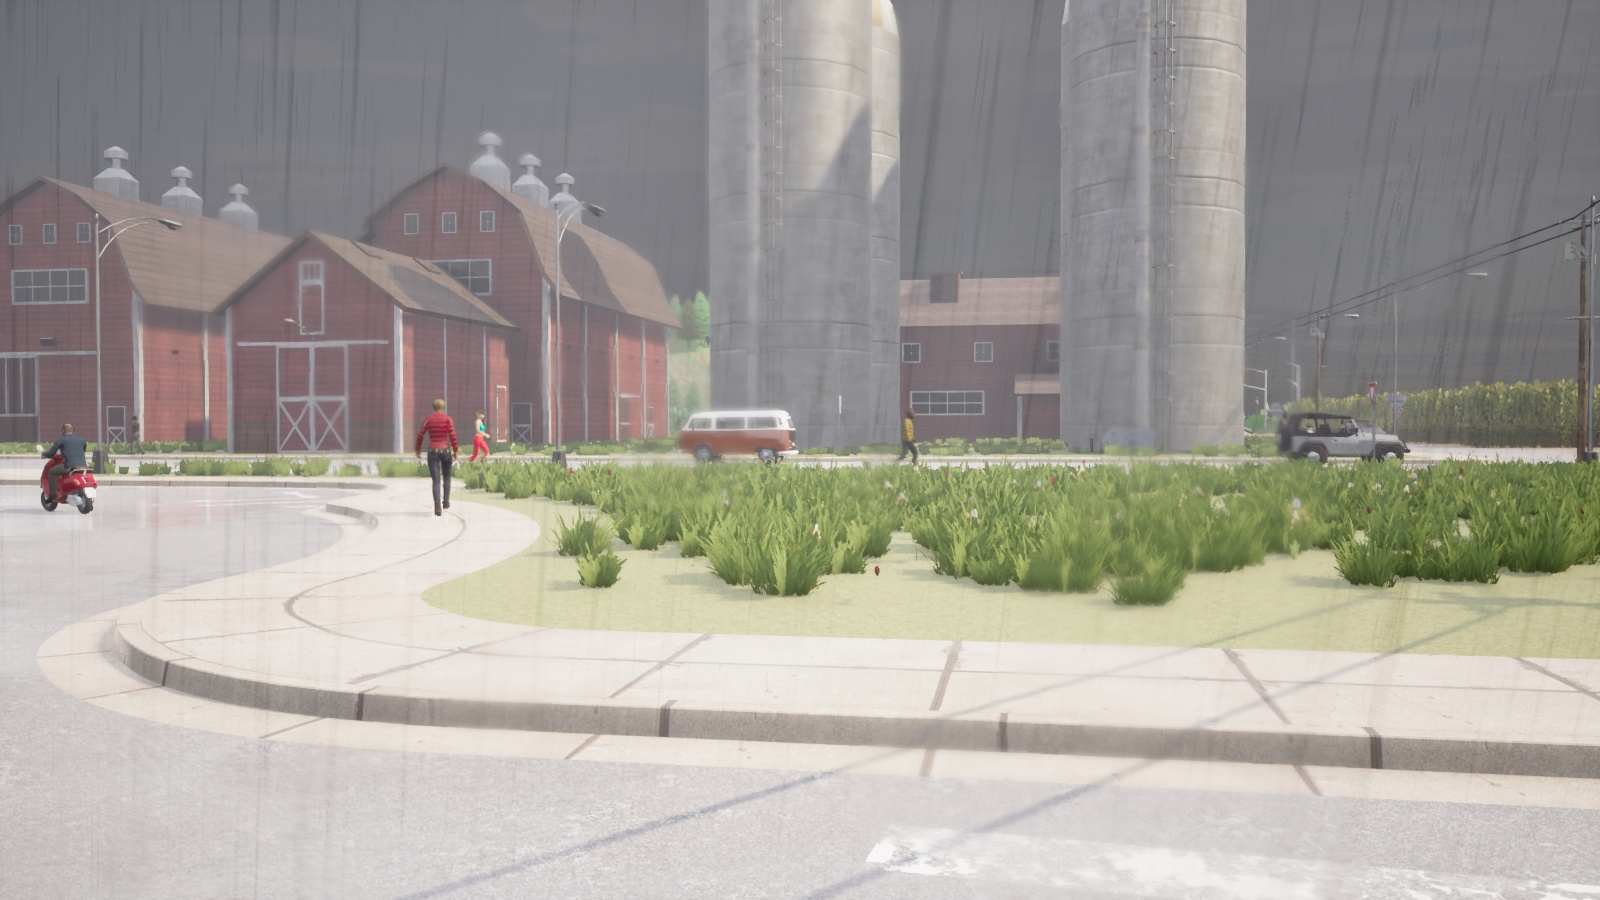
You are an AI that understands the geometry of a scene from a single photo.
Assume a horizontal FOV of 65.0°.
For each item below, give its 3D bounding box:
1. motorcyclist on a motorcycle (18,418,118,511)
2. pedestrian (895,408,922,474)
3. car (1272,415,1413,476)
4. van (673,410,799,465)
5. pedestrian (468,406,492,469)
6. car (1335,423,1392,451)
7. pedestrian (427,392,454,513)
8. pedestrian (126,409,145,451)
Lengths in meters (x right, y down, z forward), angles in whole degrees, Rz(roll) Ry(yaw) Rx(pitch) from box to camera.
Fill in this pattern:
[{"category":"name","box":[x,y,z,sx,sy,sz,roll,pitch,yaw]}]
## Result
[{"category":"motorcyclist on a motorcycle","box":[-13.023,0.229,22.324,1.817,1.590,0.866,1,2,36]},{"category":"pedestrian","box":[2.998,-0.253,34.863,0.726,1.835,0.370,0,1,3]},{"category":"car","box":[17.670,-0.169,41.060,3.866,1.878,1.905,1,1,10]},{"category":"van","box":[-2.410,-0.498,48.023,4.480,2.038,2.069,1,1,10]},{"category":"pedestrian","box":[-9.362,-0.360,36.731,0.594,1.836,0.345,0,1,7]},{"category":"car","box":[35.403,-0.843,79.079,2.242,1.667,4.611,1,1,11]},{"category":"pedestrian","box":[-5.559,0.034,19.436,0.331,1.846,0.636,0,1,-10]},{"category":"pedestrian","box":[-30.592,-0.930,57.796,0.666,1.930,0.402,0,1,6]}]
